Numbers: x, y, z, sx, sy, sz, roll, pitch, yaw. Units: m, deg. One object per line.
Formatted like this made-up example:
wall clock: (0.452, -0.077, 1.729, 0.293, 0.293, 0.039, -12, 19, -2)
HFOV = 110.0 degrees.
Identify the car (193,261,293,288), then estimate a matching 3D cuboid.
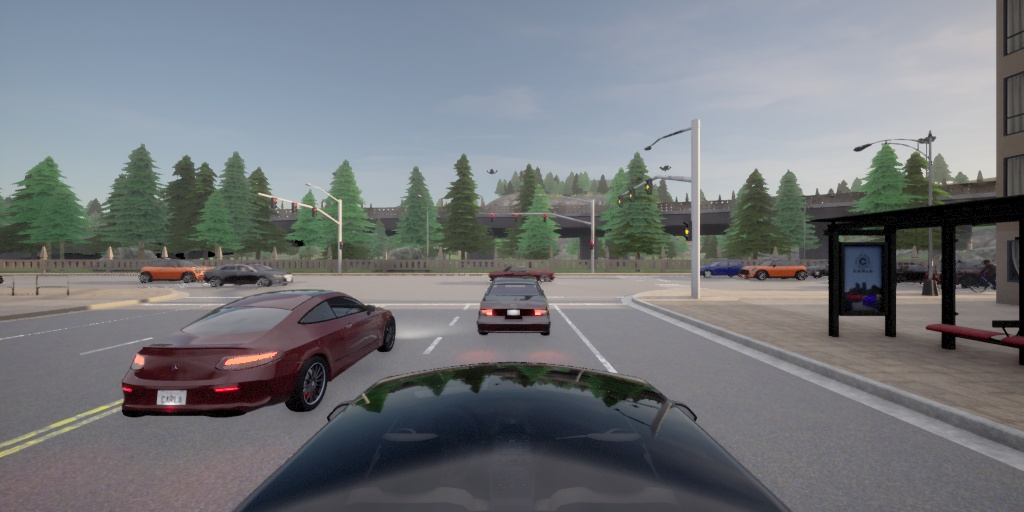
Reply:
car: (-16.292, 1.189, 22.273, 4.902, 1.511, 2.128, 0, 0, 1)

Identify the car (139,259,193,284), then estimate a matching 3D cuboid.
car: (-23.809, 1.046, 25.852, 4.553, 1.767, 2.097, 0, 0, 1)

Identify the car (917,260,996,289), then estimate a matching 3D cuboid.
car: (28.119, 1.046, 21.606, 4.553, 1.767, 2.097, 0, 0, 3)

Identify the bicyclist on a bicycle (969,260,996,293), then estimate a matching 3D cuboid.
bicyclist on a bicycle: (22.756, 0.995, 17.037, 0.582, 1.620, 1.656, 0, 0, 1)

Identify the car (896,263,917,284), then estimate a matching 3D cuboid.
car: (27.836, 1.295, 25.145, 4.718, 1.301, 1.895, 0, 0, 3)

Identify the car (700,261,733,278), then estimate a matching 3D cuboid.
car: (18.908, 1.172, 32.505, 5.008, 1.535, 1.882, 0, 0, 1)

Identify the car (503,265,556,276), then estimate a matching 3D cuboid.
car: (0.741, 1.317, 25.570, 4.718, 1.301, 1.895, 0, 0, 1)

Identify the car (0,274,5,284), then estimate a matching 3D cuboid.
car: (-34.875, 1.258, 22.433, 4.181, 1.385, 1.994, 0, 0, 0)

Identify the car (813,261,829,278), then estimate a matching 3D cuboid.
car: (28.289, 1.186, 32.123, 4.902, 1.511, 2.128, 0, 0, 4)

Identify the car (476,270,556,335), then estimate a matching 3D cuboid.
car: (0.088, 1.297, 10.443, 2.033, 1.411, 5.357, 0, 0, 1)

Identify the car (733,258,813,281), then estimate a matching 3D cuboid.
car: (20.954, 1.046, 28.951, 4.553, 1.767, 2.097, 0, 0, 2)

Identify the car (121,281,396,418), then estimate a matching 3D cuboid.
car: (-3.447, 1.276, 5.949, 1.812, 1.442, 4.674, 0, 0, 0)

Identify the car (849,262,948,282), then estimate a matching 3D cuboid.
car: (30.557, 1.242, 28.511, 5.357, 1.411, 2.033, 0, 0, 6)
